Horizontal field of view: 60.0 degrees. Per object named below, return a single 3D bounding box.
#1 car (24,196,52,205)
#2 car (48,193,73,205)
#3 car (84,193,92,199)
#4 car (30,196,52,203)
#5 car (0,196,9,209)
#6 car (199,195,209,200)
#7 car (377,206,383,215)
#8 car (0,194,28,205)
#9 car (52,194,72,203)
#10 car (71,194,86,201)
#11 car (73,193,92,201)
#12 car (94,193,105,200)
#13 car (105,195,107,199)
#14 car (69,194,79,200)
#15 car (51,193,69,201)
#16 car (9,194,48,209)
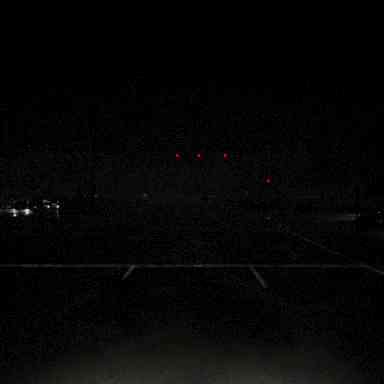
[{"bbox_3d":[-24.633,1.335,53.562,2.033,1.411,5.357,0,0,0],"label":"car"},{"bbox_3d":[-21.137,1.294,53.010,1.837,1.490,4.892,0,0,0],"label":"car"},{"bbox_3d":[-27.053,1.141,86.818,1.837,1.490,4.892,0,0,-14],"label":"car"},{"bbox_3d":[-28.077,1.351,61.997,1.895,1.301,4.718,0,0,0],"label":"car"},{"bbox_3d":[-24.631,1.360,42.936,1.812,1.442,4.674,0,0,0],"label":"car"},{"bbox_3d":[2.814,1.266,79.956,1.895,1.301,4.718,0,0,-7],"label":"car"},{"bbox_3d":[17.639,1.260,26.129,4.553,1.767,2.097,0,0,6],"label":"car"},{"bbox_3d":[-28.129,1.143,52.660,2.097,1.767,4.553,0,0,0],"label":"car"},{"bbox_3d":[-24.585,1.222,63.198,1.882,1.535,5.008,0,1,1],"label":"car"},{"bbox_3d":[-24.635,1.229,72.285,1.812,1.442,4.674,0,0,-3],"label":"car"},{"bbox_3d":[-21.098,1.347,62.725,1.895,1.301,4.718,0,0,0],"label":"car"},{"bbox_3d":[-21.143,1.060,72.242,2.097,1.767,4.553,0,0,0],"label":"car"},{"bbox_3d":[-23.219,1.144,86.129,1.837,1.490,4.892,0,0,-14],"label":"car"},{"bbox_3d":[-30.132,1.235,84.839,1.895,1.301,4.718,0,0,-14],"label":"car"},{"bbox_3d":[-28.108,1.066,71.005,2.097,1.767,4.553,0,0,0],"label":"car"},{"bbox_3d":[-21.137,1.185,43.185,2.097,1.767,4.553,0,0,0],"label":"car"}]
